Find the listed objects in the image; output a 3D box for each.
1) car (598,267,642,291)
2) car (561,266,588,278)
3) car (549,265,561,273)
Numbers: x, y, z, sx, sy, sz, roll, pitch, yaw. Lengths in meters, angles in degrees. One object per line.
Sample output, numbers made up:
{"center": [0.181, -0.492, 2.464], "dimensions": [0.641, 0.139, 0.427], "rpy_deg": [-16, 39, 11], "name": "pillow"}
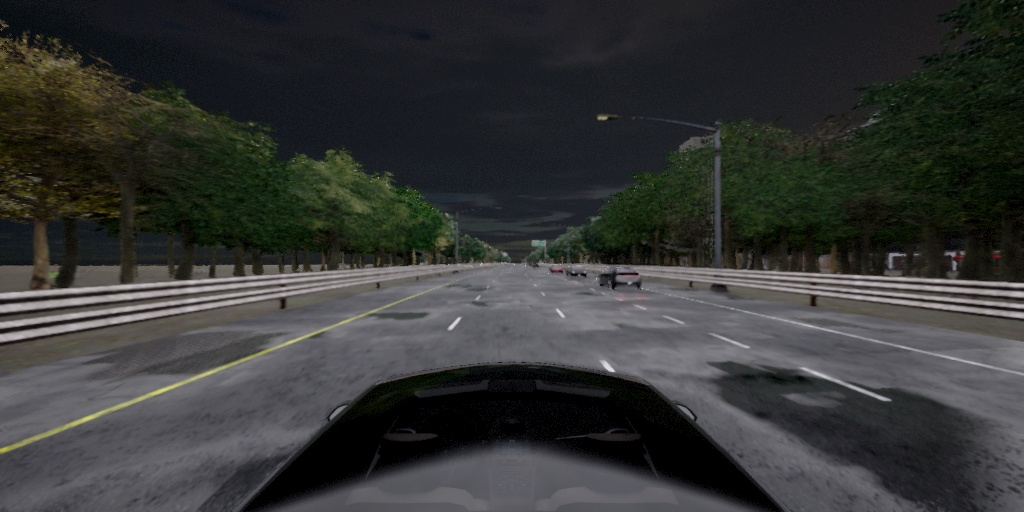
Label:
{"center": [7.034, 1.442, 23.812], "dimensions": [2.128, 1.511, 4.902], "rpy_deg": [0, -1, 0], "name": "car"}
{"center": [7.092, 1.783, 40.099], "dimensions": [1.895, 1.301, 4.718], "rpy_deg": [0, -1, 0], "name": "car"}
{"center": [7.198, 2.083, 59.006], "dimensions": [1.994, 1.385, 4.181], "rpy_deg": [0, -1, 0], "name": "car"}
